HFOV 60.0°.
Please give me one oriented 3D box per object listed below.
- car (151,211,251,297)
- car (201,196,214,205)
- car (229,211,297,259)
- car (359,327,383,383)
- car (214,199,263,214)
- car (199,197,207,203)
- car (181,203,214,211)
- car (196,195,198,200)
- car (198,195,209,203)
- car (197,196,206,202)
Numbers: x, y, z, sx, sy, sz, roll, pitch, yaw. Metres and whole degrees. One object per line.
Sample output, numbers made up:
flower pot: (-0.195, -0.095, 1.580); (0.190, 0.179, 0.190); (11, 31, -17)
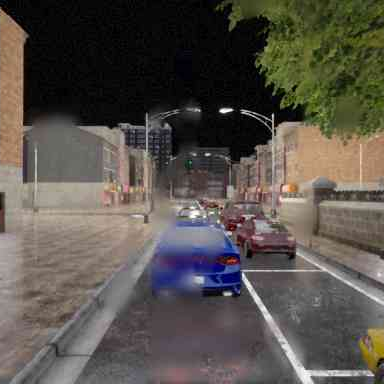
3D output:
car: (0.084, 1.481, 8.639); (1.882, 1.535, 5.008); (0, 0, 0)
car: (2.570, 1.605, 44.267); (1.887, 1.381, 4.507); (1, 0, 0)
car: (2.625, 1.588, 12.387); (1.802, 1.307, 4.206); (1, 0, 0)
car: (2.644, 1.526, 1.658); (1.752, 1.417, 4.829); (1, 0, 0)
car: (2.618, 1.327, 17.837); (2.192, 1.841, 5.009); (1, 0, 0)
car: (2.514, 1.749, 76.890); (1.802, 1.307, 4.206); (0, 0, 0)
car: (0.068, 1.561, 18.862); (2.033, 1.411, 5.357); (0, 0, 0)
car: (2.535, 1.441, 66.017); (2.192, 1.841, 5.009); (1, 0, 0)
car: (2.542, 1.652, 60.578); (1.887, 1.381, 4.507); (1, 0, 0)
car: (2.495, 1.764, 87.765); (2.008, 1.369, 4.403); (0, 0, 0)
